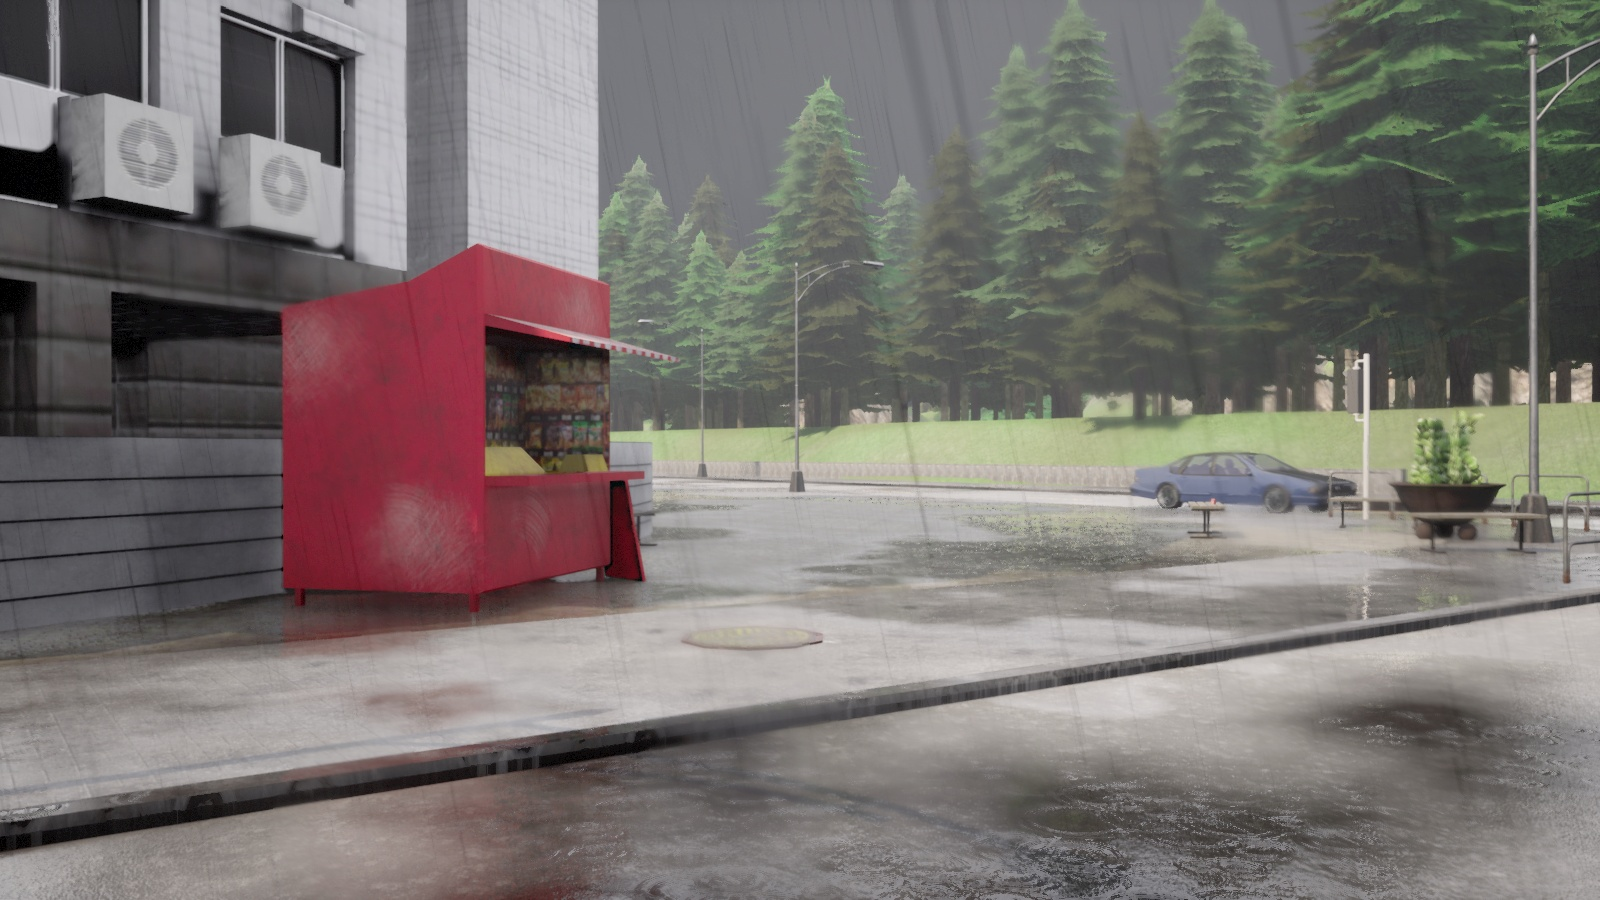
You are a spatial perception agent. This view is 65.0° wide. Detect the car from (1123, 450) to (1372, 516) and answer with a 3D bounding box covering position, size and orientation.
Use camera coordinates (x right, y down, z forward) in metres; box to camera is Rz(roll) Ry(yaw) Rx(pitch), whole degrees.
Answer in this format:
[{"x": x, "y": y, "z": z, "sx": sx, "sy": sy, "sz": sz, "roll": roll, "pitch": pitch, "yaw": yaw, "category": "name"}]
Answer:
[{"x": 10.419, "y": 0.715, "z": 29.680, "sx": 2.033, "sy": 1.411, "sz": 5.357, "roll": 0, "pitch": 0, "yaw": -35, "category": "car"}]
